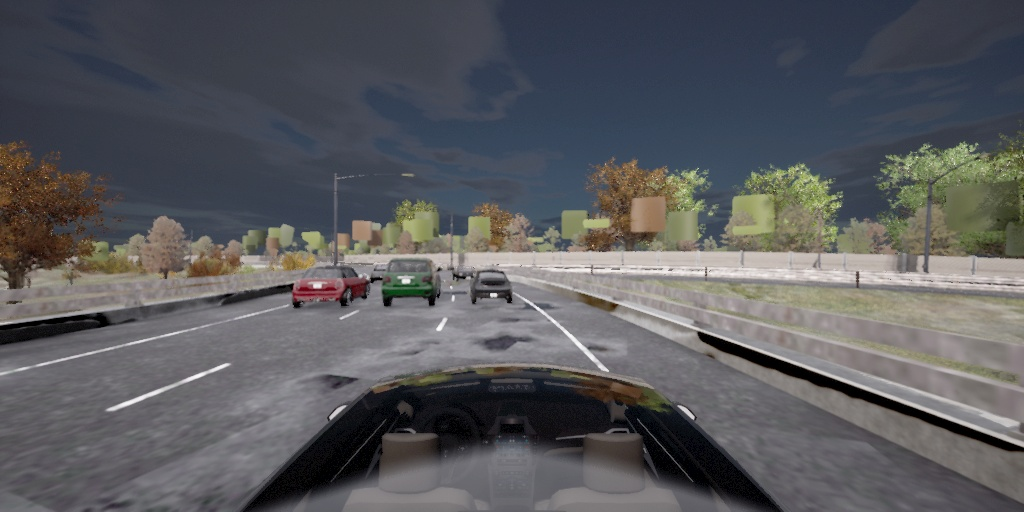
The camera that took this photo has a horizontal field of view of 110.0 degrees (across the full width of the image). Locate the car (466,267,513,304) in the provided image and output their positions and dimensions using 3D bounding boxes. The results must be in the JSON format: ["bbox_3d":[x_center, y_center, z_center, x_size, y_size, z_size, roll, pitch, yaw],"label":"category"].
[{"bbox_3d":[-1.118,1.408,17.512,1.837,1.490,4.892,0,0,-8],"label":"car"}]

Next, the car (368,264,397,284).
[{"bbox_3d":[-11.254,1.530,31.453,2.128,1.511,4.902,0,0,-16],"label":"car"}]

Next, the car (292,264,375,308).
[{"bbox_3d":[-8.018,1.243,16.345,2.097,1.767,4.553,0,-1,-8],"label":"car"}]

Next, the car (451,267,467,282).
[{"bbox_3d":[-4.467,1.652,33.205,1.895,1.301,4.718,0,-1,-16],"label":"car"}]

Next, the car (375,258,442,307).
[{"bbox_3d":[-4.539,1.112,16.770,2.150,2.045,5.566,0,0,-8],"label":"car"}]
